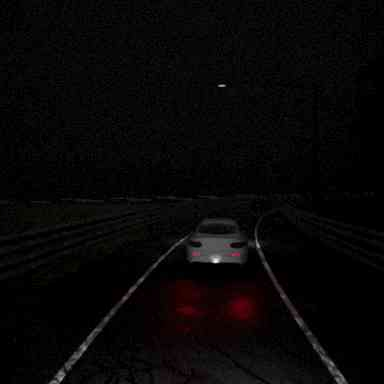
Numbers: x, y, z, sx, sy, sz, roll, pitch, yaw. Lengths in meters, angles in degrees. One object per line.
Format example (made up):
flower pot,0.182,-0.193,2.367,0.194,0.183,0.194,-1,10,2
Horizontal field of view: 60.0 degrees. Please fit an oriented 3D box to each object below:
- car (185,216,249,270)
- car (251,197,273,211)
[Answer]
car,0.882,1.521,10.969,1.812,1.442,4.674,0,1,6
car,8.226,1.290,38.892,1.882,1.535,5.008,0,0,23
